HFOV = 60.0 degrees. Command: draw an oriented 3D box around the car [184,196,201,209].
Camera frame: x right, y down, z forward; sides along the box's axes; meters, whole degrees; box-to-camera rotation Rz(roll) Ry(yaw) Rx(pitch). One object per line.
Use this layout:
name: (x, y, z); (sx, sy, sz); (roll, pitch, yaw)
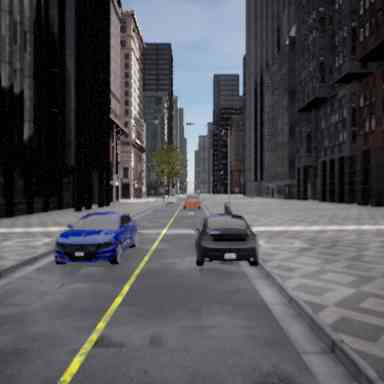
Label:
car: (-0.013, 1.253, 43.844); (2.097, 1.767, 4.553); (0, 0, -2)

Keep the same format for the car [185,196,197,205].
car: (-0.141, 1.447, 55.964); (1.994, 1.385, 4.181); (0, 0, 0)

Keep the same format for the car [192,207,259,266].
car: (1.024, 1.475, 11.387); (1.837, 1.490, 4.892); (0, 0, 0)

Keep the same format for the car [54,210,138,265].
car: (-3.129, 1.446, 11.730); (1.882, 1.535, 5.008); (0, 0, 0)

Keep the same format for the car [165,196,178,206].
car: (-3.214, 1.412, 52.670); (1.812, 1.442, 4.674); (0, 0, 0)
